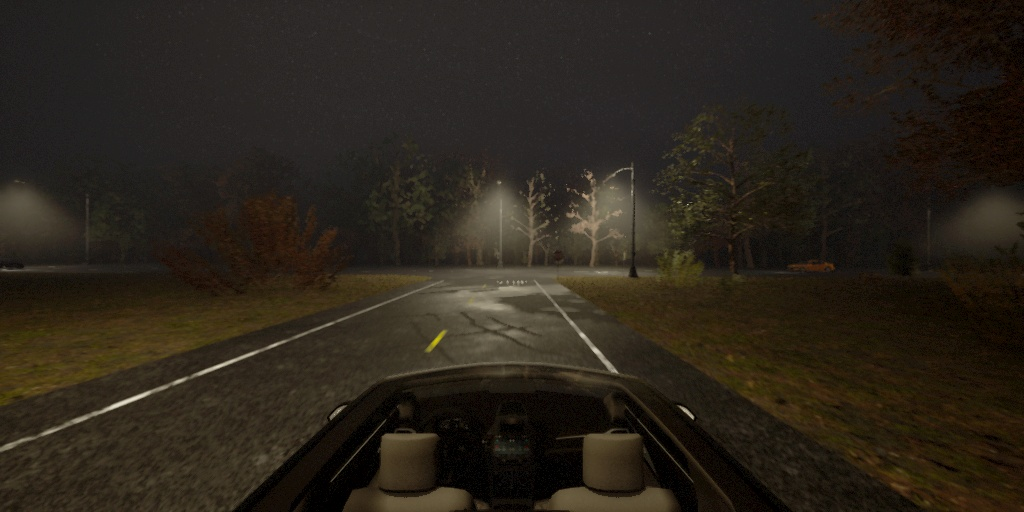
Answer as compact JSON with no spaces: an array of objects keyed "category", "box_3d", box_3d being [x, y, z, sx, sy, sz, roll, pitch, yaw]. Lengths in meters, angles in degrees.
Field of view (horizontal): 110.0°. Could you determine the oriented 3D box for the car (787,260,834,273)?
[{"category":"car","box_3d":[37.100,1.308,44.663,5.008,1.535,1.882,-1,0,0]}]
